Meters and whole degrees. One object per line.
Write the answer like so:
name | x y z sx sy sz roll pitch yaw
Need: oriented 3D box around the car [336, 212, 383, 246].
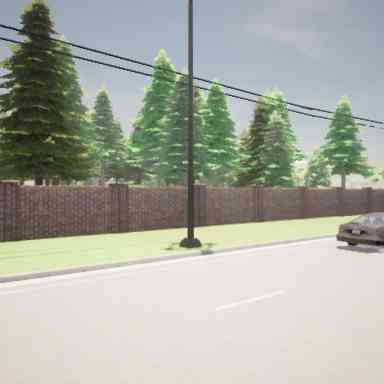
car | 8.269 1.560 14.066 5.357 1.411 2.033 0 0 -35
